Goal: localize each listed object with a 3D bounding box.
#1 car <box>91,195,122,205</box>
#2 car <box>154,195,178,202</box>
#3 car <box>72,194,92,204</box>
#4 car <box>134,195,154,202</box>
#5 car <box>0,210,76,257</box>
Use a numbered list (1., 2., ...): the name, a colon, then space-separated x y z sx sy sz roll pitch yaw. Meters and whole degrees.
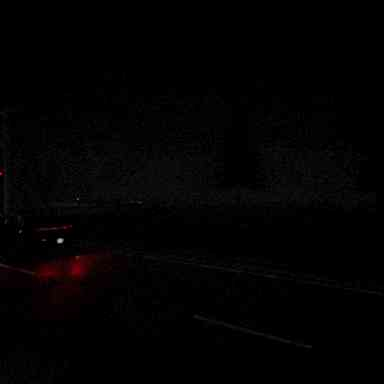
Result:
1. car: -14.274 1.510 56.805 1.895 1.301 4.718 0 0 35
2. car: -4.987 1.426 70.018 2.128 1.511 4.902 0 0 35
3. car: -19.748 1.247 61.134 2.097 1.767 4.553 0 0 35
4. car: -10.540 1.428 74.288 2.033 1.411 5.357 0 0 35
5. car: -6.522 1.466 12.911 4.902 1.511 2.128 0 0 36
